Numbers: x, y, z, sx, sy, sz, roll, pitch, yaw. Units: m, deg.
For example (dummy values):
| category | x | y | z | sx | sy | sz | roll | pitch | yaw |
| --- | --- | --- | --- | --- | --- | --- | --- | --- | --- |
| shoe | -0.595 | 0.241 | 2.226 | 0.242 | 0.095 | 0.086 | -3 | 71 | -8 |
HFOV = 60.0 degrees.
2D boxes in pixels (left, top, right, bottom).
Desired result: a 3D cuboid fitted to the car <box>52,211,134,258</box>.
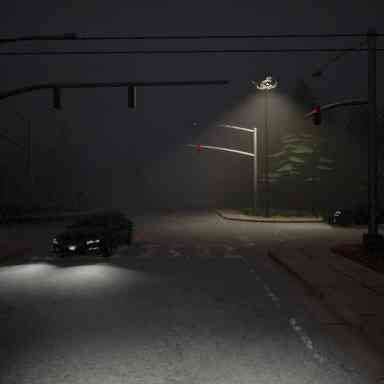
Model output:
| category | x | y | z | sx | sy | sz | roll | pitch | yaw |
| --- | --- | --- | --- | --- | --- | --- | --- | --- | --- |
| car | -3.664 | 1.562 | 13.103 | 1.837 | 1.490 | 4.892 | -2 | 0 | 5 |

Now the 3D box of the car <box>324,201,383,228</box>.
| category | x | y | z | sx | sy | sz | roll | pitch | yaw |
| --- | --- | --- | --- | --- | --- | --- | --- | --- | --- |
| car | 11.219 | 1.380 | 22.103 | 4.553 | 1.767 | 2.097 | 0 | 0 | 1 |
